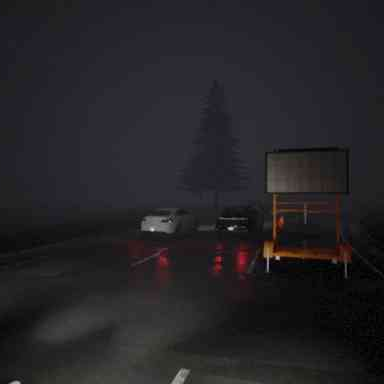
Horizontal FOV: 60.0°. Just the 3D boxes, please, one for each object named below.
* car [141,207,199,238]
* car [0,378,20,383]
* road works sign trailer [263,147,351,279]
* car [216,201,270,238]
[{"bbox_3d":[-1.088,1.516,17.760,1.812,1.442,4.674,0,0,19],"label":"car"},{"bbox_3d":[-2.672,1.600,0.652,1.895,1.301,4.718,0,0,15],"label":"car"},{"bbox_3d":[3.510,0.459,10.297,2.380,3.560,2.880,0,0,19],"label":"road works sign trailer"},{"bbox_3d":[2.662,1.482,17.812,2.128,1.511,4.902,0,0,20],"label":"car"}]
